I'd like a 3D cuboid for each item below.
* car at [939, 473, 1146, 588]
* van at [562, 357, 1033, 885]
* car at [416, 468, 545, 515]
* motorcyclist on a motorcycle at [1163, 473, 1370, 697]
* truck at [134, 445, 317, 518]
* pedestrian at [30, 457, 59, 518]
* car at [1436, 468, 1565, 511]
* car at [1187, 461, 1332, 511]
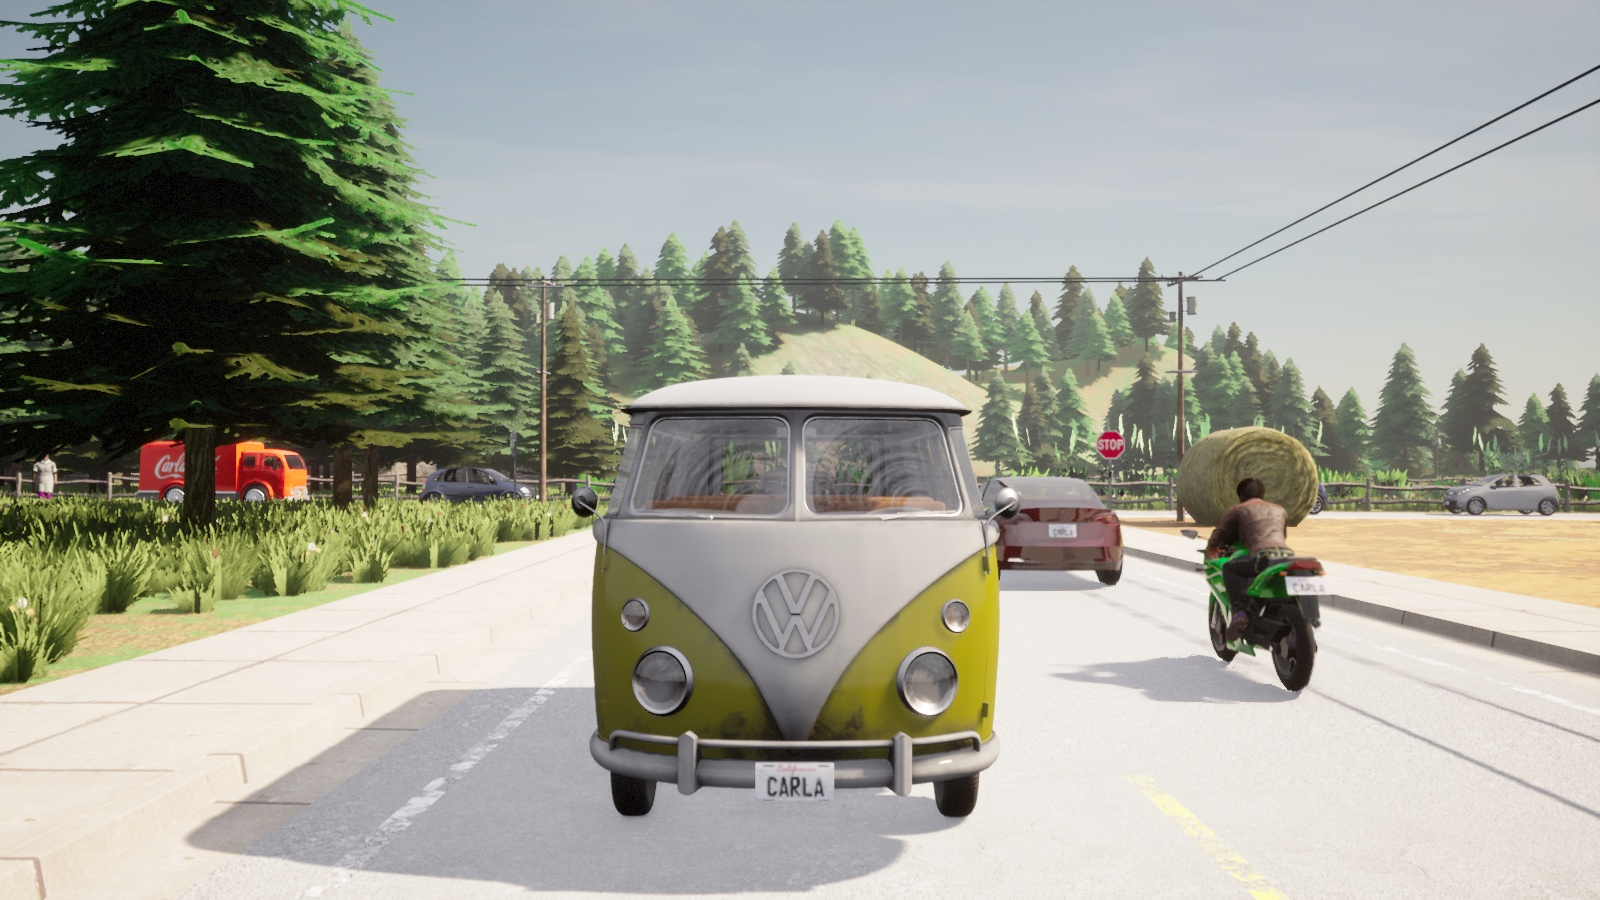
[{"bbox_3d":[3.458,1.106,18.903,2.163,1.488,4.792,0,-1,0],"label":"car"},{"bbox_3d":[-0.016,0.680,6.978,1.775,1.987,4.442,0,-1,0],"label":"van"},{"bbox_3d":[-11.069,1.428,43.655,3.988,1.617,1.851,0,-1,3],"label":"car"},{"bbox_3d":[3.478,0.937,9.593,0.797,1.523,2.044,0,-1,0],"label":"motorcyclist on a motorcycle"},{"bbox_3d":[-20.057,1.086,44.055,5.204,2.467,2.627,0,-1,2],"label":"truck"},{"bbox_3d":[-24.366,1.192,40.513,0.659,1.952,0.873,0,-1,-20],"label":"pedestrian"},{"bbox_3d":[25.307,1.428,45.472,3.633,1.501,1.845,0,-1,3],"label":"car"},{"bbox_3d":[16.722,1.313,45.872,4.553,1.767,2.097,0,-1,3],"label":"car"}]
